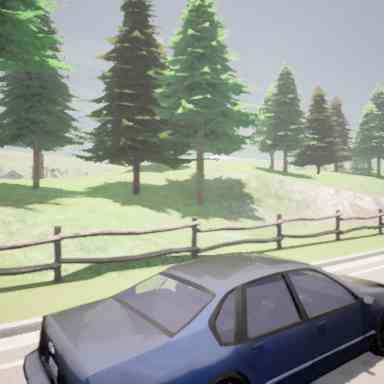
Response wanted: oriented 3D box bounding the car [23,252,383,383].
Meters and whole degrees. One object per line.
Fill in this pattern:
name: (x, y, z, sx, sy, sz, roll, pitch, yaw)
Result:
car: (0.841, 1.559, 4.347, 5.357, 1.411, 2.033, 0, 0, -35)
